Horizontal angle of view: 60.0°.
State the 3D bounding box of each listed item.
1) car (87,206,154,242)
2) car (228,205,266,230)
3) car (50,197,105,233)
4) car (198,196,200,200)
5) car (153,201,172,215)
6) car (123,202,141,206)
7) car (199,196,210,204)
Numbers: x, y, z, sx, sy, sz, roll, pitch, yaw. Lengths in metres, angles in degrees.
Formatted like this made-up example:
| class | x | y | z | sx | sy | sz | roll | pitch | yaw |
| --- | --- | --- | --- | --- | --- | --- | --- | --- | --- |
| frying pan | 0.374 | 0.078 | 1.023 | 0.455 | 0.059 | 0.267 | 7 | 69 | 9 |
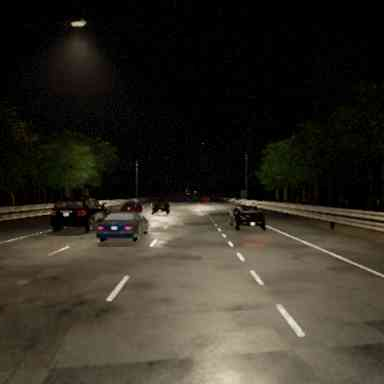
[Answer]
| class | x | y | z | sx | sy | sz | roll | pitch | yaw |
| --- | --- | --- | --- | --- | --- | --- | --- | --- | --- |
| car | -3.411 | 1.652 | 17.098 | 2.033 | 1.411 | 5.357 | 0 | 0 | 0 |
| car | 3.585 | 1.640 | 22.074 | 1.837 | 1.490 | 4.892 | 0 | 0 | 0 |
| car | -6.914 | 1.350 | 20.945 | 2.150 | 2.045 | 5.566 | 0 | 0 | 0 |
| car | 3.433 | 2.183 | 92.797 | 1.837 | 1.490 | 4.892 | 0 | 0 | 0 |
| car | -3.427 | 1.745 | 37.861 | 1.837 | 1.490 | 4.892 | 0 | 0 | 0 |
| car | -6.926 | 1.809 | 38.499 | 1.994 | 1.385 | 4.181 | 0 | 0 | 0 |
| car | 3.441 | 2.076 | 81.798 | 1.882 | 1.535 | 5.008 | 0 | 0 | 0 |
